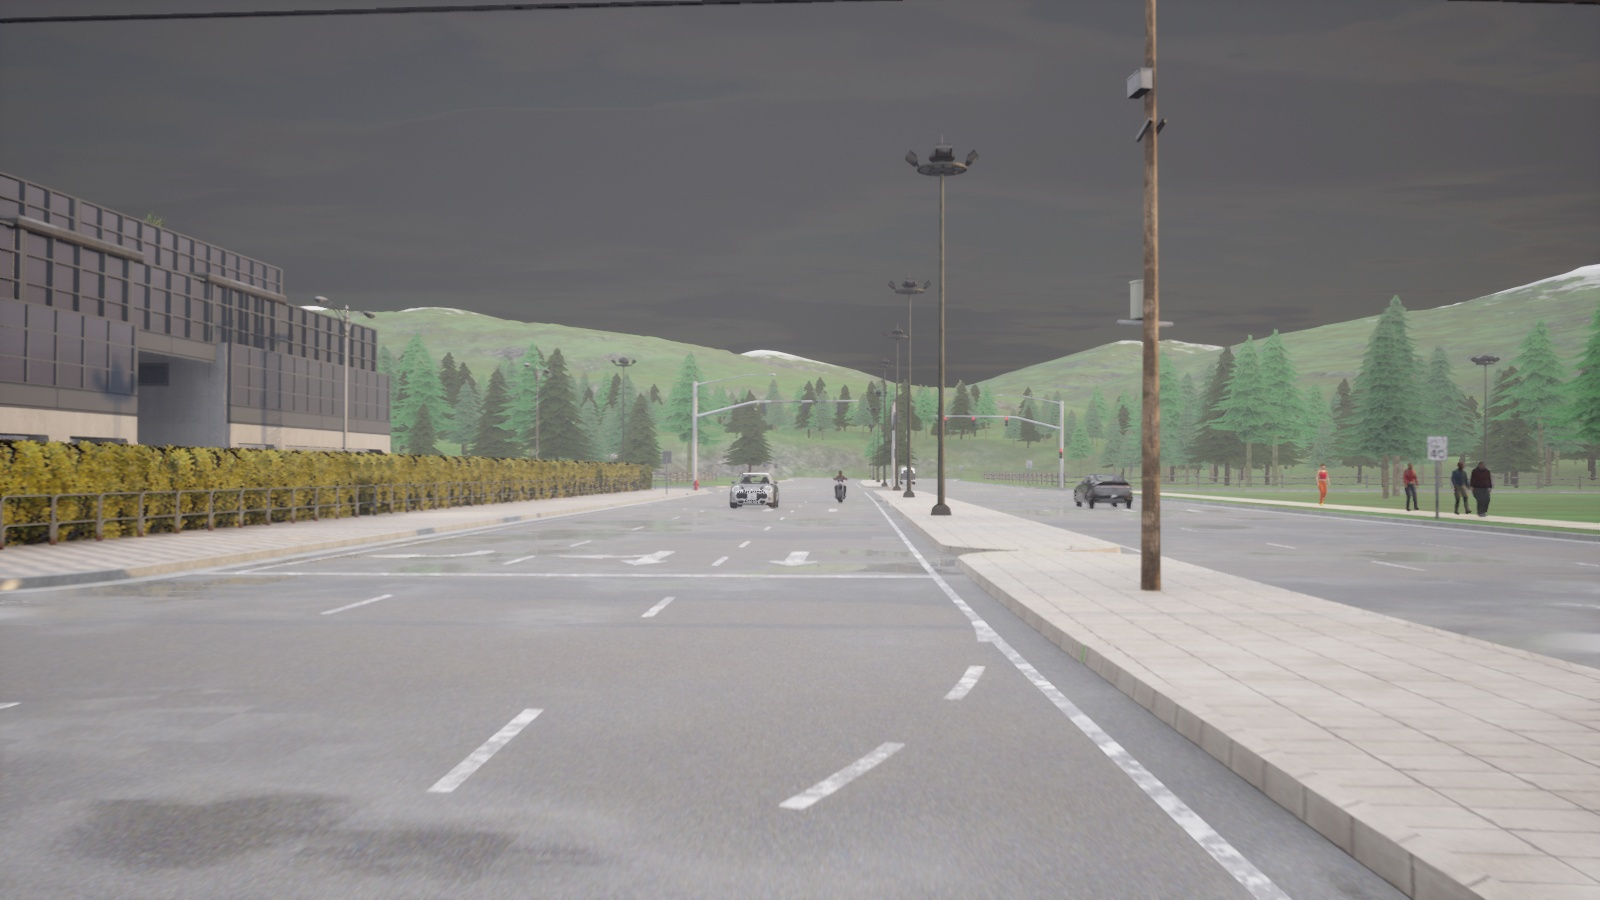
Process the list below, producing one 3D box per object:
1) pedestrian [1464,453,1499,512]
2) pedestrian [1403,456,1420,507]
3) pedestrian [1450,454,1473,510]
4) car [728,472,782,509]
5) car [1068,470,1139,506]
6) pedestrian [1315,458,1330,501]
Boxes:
[{"bbox_3d":[21.607,1.035,39.831,0.634,1.844,0.899,0,-1,5],"label":"pedestrian"},{"bbox_3d":[22.259,1.131,45.710,0.331,1.846,0.636,0,-1,3],"label":"pedestrian"},{"bbox_3d":[22.094,1.069,41.953,0.370,1.835,0.726,0,-1,2],"label":"pedestrian"},{"bbox_3d":[-1.861,1.668,52.614,1.970,1.475,3.806,0,-1,2],"label":"car"},{"bbox_3d":[13.253,1.641,55.113,2.128,1.511,4.902,0,-1,2],"label":"car"},{"bbox_3d":[22.174,1.259,53.300,0.345,1.836,0.594,0,-1,-5],"label":"pedestrian"}]
